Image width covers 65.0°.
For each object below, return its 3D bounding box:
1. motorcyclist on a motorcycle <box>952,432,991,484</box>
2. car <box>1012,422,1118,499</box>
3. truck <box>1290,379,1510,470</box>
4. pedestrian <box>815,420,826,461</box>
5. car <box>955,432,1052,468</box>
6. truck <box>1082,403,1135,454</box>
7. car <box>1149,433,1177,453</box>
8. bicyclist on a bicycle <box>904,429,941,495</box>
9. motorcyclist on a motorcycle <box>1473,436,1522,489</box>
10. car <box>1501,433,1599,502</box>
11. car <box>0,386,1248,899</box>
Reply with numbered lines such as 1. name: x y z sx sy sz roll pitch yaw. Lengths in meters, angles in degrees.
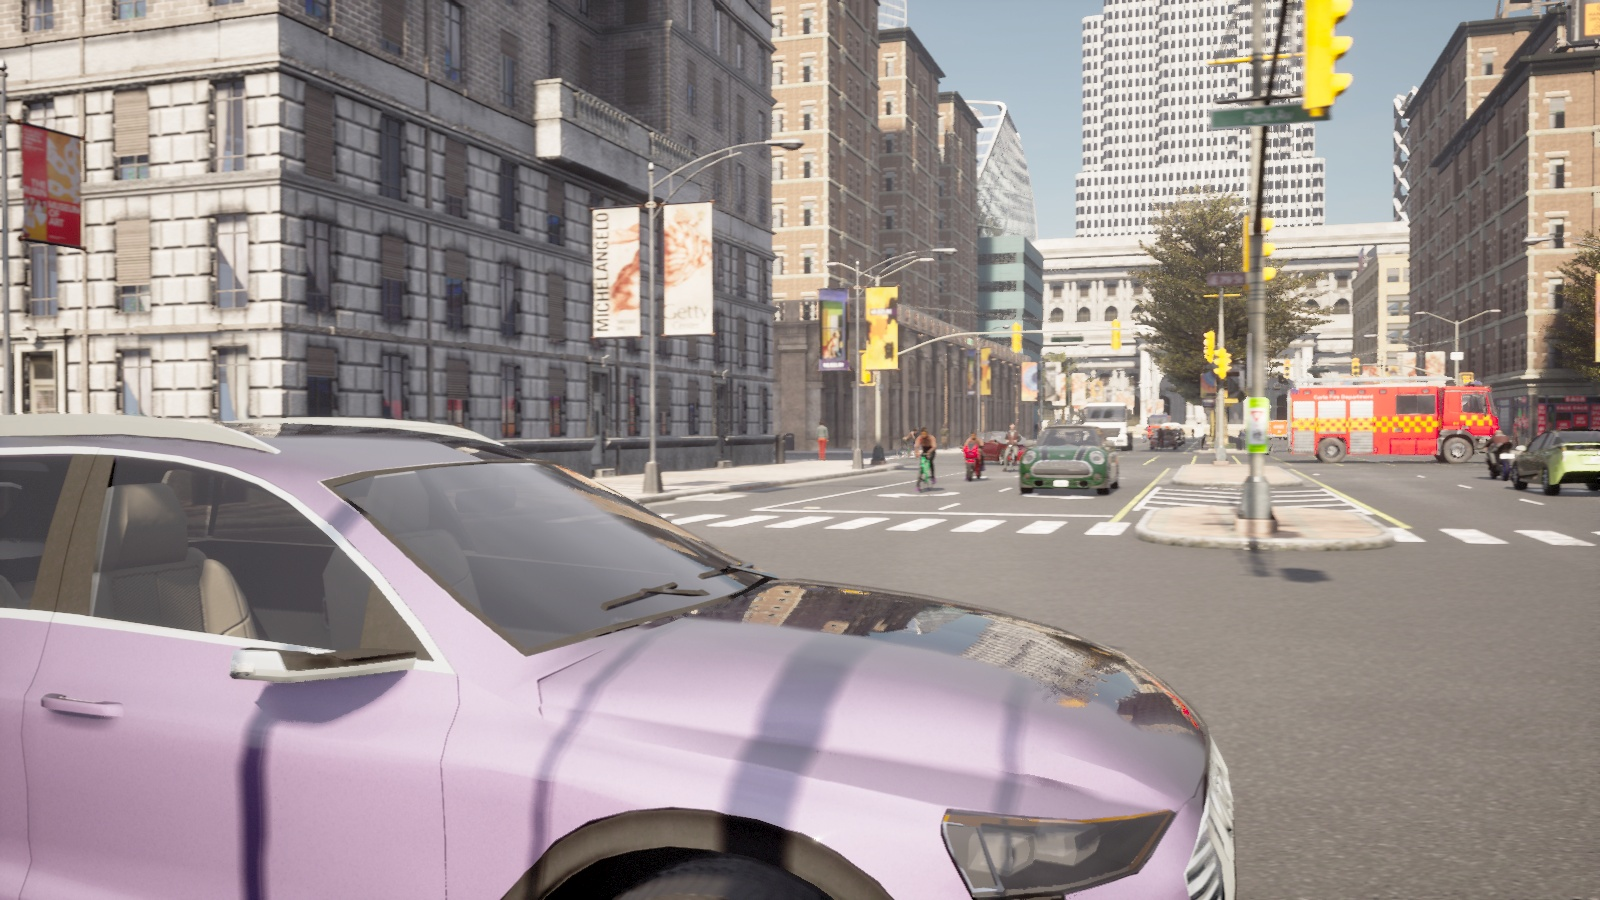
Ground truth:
1. motorcyclist on a motorcycle: 5.216 0.218 38.099 0.797 1.523 2.044 1 1 18
2. car: 6.683 0.209 31.323 2.097 1.767 4.553 1 1 18
3. truck: 26.419 -1.133 55.813 8.468 3.827 2.891 1 1 18
4. pedestrian: 0.954 -0.430 57.239 0.353 1.847 0.614 0 1 16
5. car: 8.906 -0.028 55.439 2.163 1.488 4.792 0 1 -20
6. truck: 21.942 -1.500 89.088 2.891 3.462 7.936 1 1 19
7. car: 27.015 -0.543 93.464 1.812 1.442 4.674 1 1 18
8. bicyclist on a bicycle: 3.093 0.285 31.608 0.582 1.620 1.656 1 1 18
9. motorcyclist on a motorcycle: 20.799 0.339 37.492 0.866 1.530 2.191 1 1 18
10. car: 18.315 0.363 29.900 2.007 1.525 4.514 1 1 18
11. car: -1.308 0.694 3.632 4.856 1.649 2.033 1 1 19
